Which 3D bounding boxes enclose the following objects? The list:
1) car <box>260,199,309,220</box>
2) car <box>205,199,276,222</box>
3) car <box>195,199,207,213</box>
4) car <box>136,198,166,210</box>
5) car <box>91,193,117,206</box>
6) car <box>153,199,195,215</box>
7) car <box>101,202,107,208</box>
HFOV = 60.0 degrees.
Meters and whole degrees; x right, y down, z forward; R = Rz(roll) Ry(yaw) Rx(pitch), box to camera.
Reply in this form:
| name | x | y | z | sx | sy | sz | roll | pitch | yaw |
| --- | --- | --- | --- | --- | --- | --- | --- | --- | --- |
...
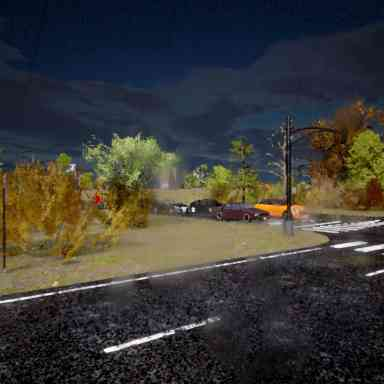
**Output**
| name | x | y | z | sx | sy | sz | roll | pitch | yaw |
| --- | --- | --- | --- | --- | --- | --- | --- | --- | --- |
| car | 7.303 | 1.345 | 27.445 | 2.097 | 1.767 | 4.553 | 0 | 0 | -38 |
| car | 3.749 | 1.560 | 26.709 | 2.033 | 1.411 | 5.357 | 0 | 0 | -38 |
| car | 1.715 | 1.488 | 34.555 | 1.837 | 1.490 | 4.892 | 0 | 0 | -38 |
| car | -5.442 | 1.497 | 43.666 | 1.812 | 1.442 | 4.674 | 0 | 0 | -38 |
| car | -14.775 | 1.172 | 55.689 | 2.150 | 2.045 | 5.566 | 0 | 0 | -38 |
| car | -2.269 | 1.494 | 34.365 | 2.128 | 1.511 | 4.902 | 0 | 0 | -38 |
| car | -10.107 | 1.494 | 44.356 | 1.837 | 1.490 | 4.892 | 0 | 0 | -38 |
